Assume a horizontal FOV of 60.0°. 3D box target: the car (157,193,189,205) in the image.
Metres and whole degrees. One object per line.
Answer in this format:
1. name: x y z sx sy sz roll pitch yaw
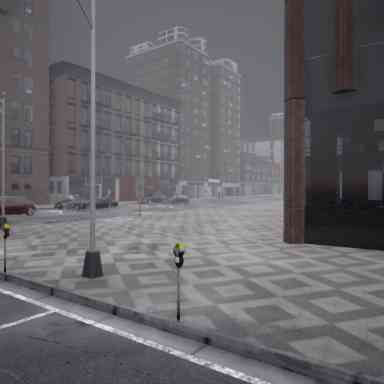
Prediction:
1. car: -2.199 0.986 45.266 1.812 1.442 4.674 0 1 36

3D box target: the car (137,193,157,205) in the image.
1. car: -5.444 0.963 46.319 1.837 1.490 4.892 0 1 36

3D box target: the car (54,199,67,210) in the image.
1. car: -12.742 1.194 36.215 1.994 1.385 4.181 0 1 34

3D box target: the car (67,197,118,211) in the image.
1. car: -10.019 1.246 34.403 1.895 1.301 4.718 0 1 36

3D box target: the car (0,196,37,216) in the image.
1. car: -15.265 1.124 27.106 2.097 1.767 4.553 0 1 36
